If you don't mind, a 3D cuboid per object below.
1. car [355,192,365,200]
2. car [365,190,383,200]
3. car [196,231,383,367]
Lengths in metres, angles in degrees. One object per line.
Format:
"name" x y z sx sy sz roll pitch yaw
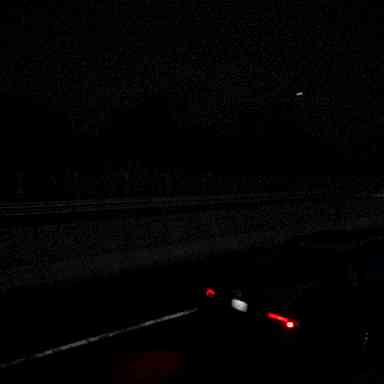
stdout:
"car" 22.538 0.465 41.756 4.718 1.301 1.895 -2 1 -36
"car" 21.432 0.488 36.654 4.674 1.442 1.812 -2 1 -36
"car" 2.627 1.402 5.646 5.357 1.411 2.033 -2 1 -36
